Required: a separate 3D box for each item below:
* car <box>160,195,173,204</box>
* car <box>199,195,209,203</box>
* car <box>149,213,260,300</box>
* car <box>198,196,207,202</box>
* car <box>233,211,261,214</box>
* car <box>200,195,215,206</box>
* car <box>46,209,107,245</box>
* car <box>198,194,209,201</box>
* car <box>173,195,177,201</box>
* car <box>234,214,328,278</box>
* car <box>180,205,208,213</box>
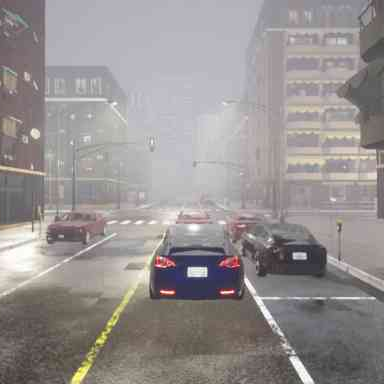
[{"bbox_3d":[-5.313,1.595,65.126,2.008,1.369,4.403,1,0,0],"label":"car"},{"bbox_3d":[2.585,1.491,70.826,1.967,1.590,4.097,1,0,0],"label":"car"},{"bbox_3d":[0.102,1.506,8.413,2.163,1.488,4.792,0,0,0],"label":"car"},{"bbox_3d":[2.586,1.633,82.205,1.947,1.339,4.313,1,0,0],"label":"car"},{"bbox_3d":[2.576,1.549,15.700,1.887,1.381,4.507,1,0,0],"label":"car"},{"bbox_3d":[2.711,1.576,53.757,1.887,1.381,4.507,1,0,0],"label":"car"},{"bbox_3d":[-5.271,1.549,15.674,1.887,1.381,4.507,1,0,0],"label":"car"},{"bbox_3d":[2.618,1.357,63.702,2.192,1.841,5.009,1,0,0],"label":"car"},{"bbox_3d":[-5.294,1.621,87.884,1.887,1.381,4.507,1,0,0],"label":"car"},{"bbox_3d":[2.575,1.569,10.030,1.947,1.339,4.313,1,0,0],"label":"car"},{"bbox_3d":[0.097,1.606,18.136,1.895,1.301,4.718,0,0,0],"label":"car"}]
